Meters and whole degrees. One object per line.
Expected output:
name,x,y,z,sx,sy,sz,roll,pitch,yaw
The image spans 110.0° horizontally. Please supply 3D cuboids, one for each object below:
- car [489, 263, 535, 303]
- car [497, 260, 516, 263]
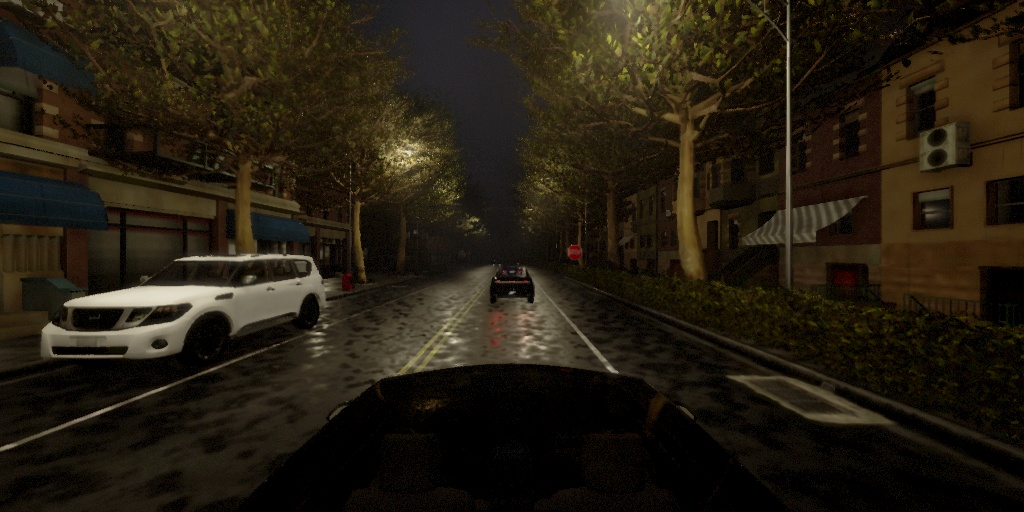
car,0.000,1.242,16.500,2.128,1.511,4.902,0,0,0
car,0.000,1.311,31.500,2.033,1.411,5.357,0,0,0
